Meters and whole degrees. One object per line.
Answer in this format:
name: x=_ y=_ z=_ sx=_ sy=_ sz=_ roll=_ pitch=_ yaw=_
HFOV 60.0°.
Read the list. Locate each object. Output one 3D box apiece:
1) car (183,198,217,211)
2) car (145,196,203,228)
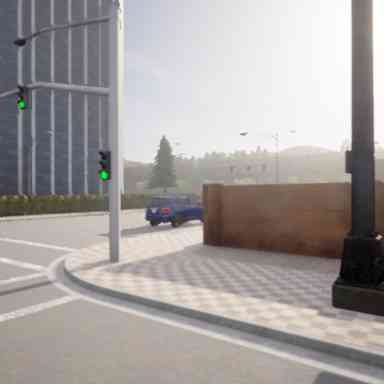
car: x=1.095 y=1.586 z=44.130 sx=2.128 sy=1.511 sz=4.902 roll=0 pitch=0 yaw=36
car: x=-0.851 y=1.278 z=23.076 sx=2.150 sy=2.045 sz=5.566 roll=0 pitch=0 yaw=35
